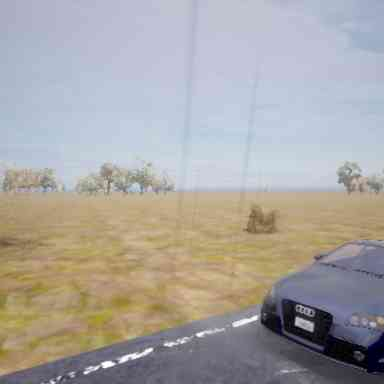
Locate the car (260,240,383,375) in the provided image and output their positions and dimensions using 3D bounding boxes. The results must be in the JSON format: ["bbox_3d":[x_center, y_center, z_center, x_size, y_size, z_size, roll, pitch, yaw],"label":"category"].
[{"bbox_3d":[3.111,1.540,5.489,4.181,1.385,1.994,0,0,-35],"label":"car"}]
